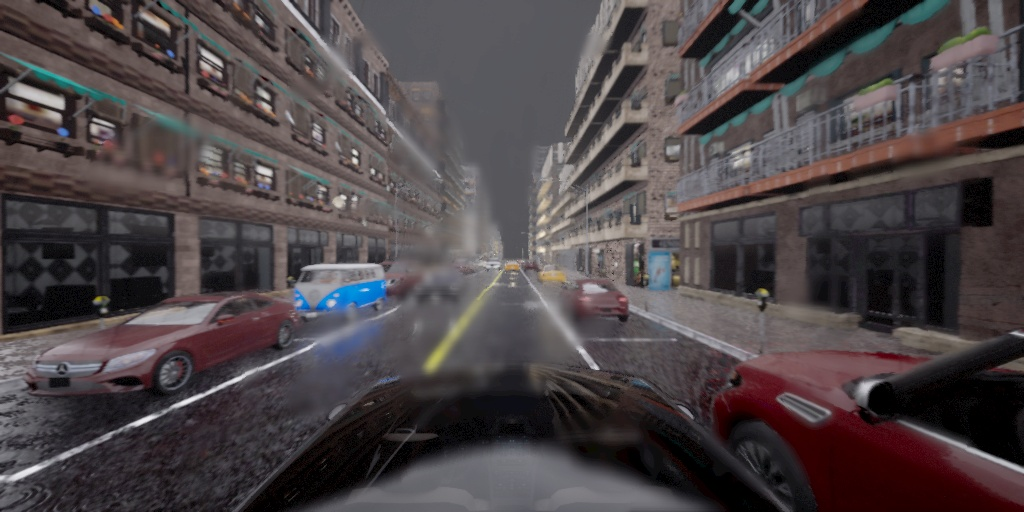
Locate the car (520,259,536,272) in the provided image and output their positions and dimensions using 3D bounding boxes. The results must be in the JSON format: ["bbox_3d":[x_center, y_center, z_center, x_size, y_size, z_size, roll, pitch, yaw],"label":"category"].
[{"bbox_3d":[2.706,1.367,51.858,2.192,1.841,5.009,0,0,0],"label":"car"}]

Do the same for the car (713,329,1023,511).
[{"bbox_3d":[2.689,1.060,0.886,2.192,1.841,5.009,0,0,0],"label":"car"}]

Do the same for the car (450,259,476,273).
[{"bbox_3d":[-5.678,1.298,40.566,2.192,1.841,5.009,0,0,0],"label":"car"}]

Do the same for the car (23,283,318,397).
[{"bbox_3d":[-5.660,1.361,6.582,1.802,1.307,4.207,0,0,0],"label":"car"}]

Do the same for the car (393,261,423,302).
[{"bbox_3d":[-5.696,1.161,17.910,2.192,1.841,5.009,0,0,0],"label":"car"}]

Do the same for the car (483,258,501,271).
[{"bbox_3d":[-3.017,1.316,57.597,2.150,2.045,5.566,0,0,1],"label":"car"}]

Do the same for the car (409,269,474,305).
[{"bbox_3d":[-3.095,1.440,16.800,1.895,1.301,4.718,0,0,0],"label":"car"}]

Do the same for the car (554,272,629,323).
[{"bbox_3d":[2.693,1.394,12.213,1.802,1.307,4.207,0,0,0],"label":"car"}]

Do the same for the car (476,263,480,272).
[{"bbox_3d":[-5.677,1.458,46.229,1.967,1.591,4.097,0,0,0],"label":"car"}]

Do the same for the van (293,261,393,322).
[{"bbox_3d":[-5.670,1.153,12.247,1.690,1.789,3.998,0,0,0],"label":"van"}]

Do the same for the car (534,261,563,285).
[{"bbox_3d":[3.009,1.362,27.844,1.801,1.575,5.366,0,0,0],"label":"car"}]

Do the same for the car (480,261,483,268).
[{"bbox_3d":[-5.675,1.619,51.893,1.948,1.339,4.313,0,0,0],"label":"car"}]

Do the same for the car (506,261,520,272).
[{"bbox_3d":[0.089,1.533,52.322,1.882,1.535,5.008,0,0,0],"label":"car"}]

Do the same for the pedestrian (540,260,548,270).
[{"bbox_3d":[2.817,1.259,30.889,0.375,1.860,0.375,-13,-3,-5],"label":"pedestrian"}]
